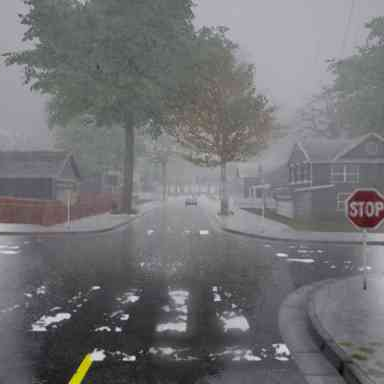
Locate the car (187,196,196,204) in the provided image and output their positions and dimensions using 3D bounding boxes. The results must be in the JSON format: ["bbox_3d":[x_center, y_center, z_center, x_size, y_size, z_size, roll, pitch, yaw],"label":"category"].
[{"bbox_3d":[-0.141,1.538,66.277,1.812,1.442,4.674,0,0,0],"label":"car"}]

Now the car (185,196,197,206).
[{"bbox_3d":[-0.120,1.575,56.271,1.994,1.385,4.181,0,0,0],"label":"car"}]
